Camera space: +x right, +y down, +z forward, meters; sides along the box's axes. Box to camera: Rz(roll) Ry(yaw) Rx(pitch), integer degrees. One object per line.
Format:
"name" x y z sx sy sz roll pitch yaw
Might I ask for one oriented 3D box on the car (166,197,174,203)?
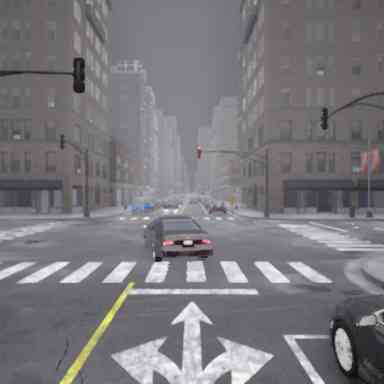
"car" -5.493 1.854 82.636 1.752 1.417 4.829 0 0 0

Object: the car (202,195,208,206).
"car" 2.873 1.639 48.761 1.967 1.590 4.097 0 0 0

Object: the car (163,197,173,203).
"car" -5.519 1.853 77.137 1.887 1.381 4.507 0 0 0

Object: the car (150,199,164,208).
"car" -5.626 1.804 54.465 1.802 1.307 4.206 0 0 0

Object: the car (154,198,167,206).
"car" -5.599 1.810 60.134 1.947 1.339 4.313 0 0 0

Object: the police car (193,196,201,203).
"police car" 1.166 1.757 83.521 1.930 1.638 5.238 0 0 -1

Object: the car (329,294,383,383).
"car" 2.668 1.562 2.773 2.008 1.369 4.403 0 0 0

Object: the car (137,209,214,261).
"car" -0.741 1.602 12.603 2.033 1.411 5.357 0 0 -14

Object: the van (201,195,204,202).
"van" 2.926 1.585 60.100 1.690 1.788 3.998 0 0 0

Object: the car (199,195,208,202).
"car" 3.059 1.664 88.446 2.192 1.841 5.009 0 0 0

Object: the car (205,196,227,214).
"car" 2.820 1.593 37.423 1.967 1.590 4.097 0 0 0

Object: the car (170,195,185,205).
"car" -2.759 1.818 62.719 1.994 1.385 4.181 0 0 1

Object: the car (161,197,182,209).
"car" -2.886 1.756 47.072 1.994 1.385 4.181 0 0 0

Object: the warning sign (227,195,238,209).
"warning sign" 5.250 1.292 43.407 1.300 1.860 1.060 0 0 0

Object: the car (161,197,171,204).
"car" -5.545 1.854 71.470 1.947 1.339 4.313 0 0 0

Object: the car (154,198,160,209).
"car" -5.679 1.616 43.129 1.967 1.590 4.097 0 0 0

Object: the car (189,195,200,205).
"car" 0.292 1.872 67.024 1.895 1.301 4.718 0 0 0

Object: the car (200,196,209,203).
"car" 3.033 1.769 82.777 1.967 1.590 4.097 0 0 0

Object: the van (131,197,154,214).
"van" -5.706 1.494 37.461 1.690 1.788 3.998 0 0 0
